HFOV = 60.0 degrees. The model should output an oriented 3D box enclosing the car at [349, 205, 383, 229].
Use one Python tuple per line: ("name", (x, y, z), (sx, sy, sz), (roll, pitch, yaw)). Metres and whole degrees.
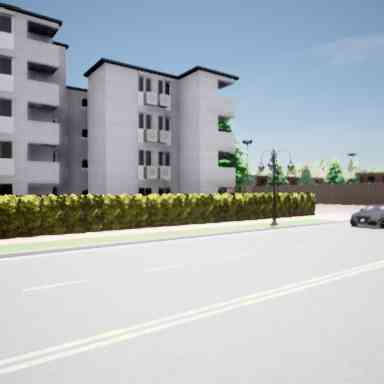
("car", (11.827, 1.504, 21.080), (4.181, 1.385, 1.994), (0, 0, -36))
